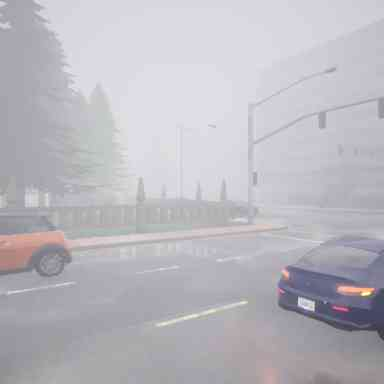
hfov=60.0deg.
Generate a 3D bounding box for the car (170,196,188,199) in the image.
[{"bbox_3d":[-1.312,1.296,39.307,2.097,1.767,4.553,0,0,-26],"label":"car"}]

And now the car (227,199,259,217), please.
[{"bbox_3d":[3.972,1.422,30.392,1.882,1.535,5.008,0,0,-32],"label":"car"}]

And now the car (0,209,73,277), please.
[{"bbox_3d":[-5.591,1.352,8.602,4.553,1.767,2.097,0,0,-35],"label":"car"}]

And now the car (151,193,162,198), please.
[{"bbox_3d":[-5.950,1.166,59.391,2.150,2.045,5.566,0,0,2],"label":"car"}]

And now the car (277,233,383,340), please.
[{"bbox_3d":[3.609,1.526,6.341,4.674,1.442,1.812,0,0,-35],"label":"car"}]
